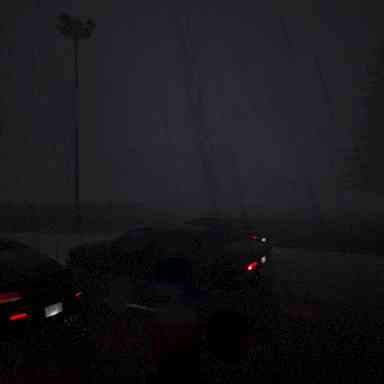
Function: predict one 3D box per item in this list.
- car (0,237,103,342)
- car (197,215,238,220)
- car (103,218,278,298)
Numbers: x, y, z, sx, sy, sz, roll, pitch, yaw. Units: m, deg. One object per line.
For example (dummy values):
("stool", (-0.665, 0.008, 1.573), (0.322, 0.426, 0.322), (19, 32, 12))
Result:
("car", (-4.030, 1.516, 5.781), (4.674, 1.442, 1.812), (0, 0, 27))
("car", (0.526, 1.509, 11.561), (4.181, 1.385, 1.994), (0, 0, 28))
("car", (-0.669, 1.512, 8.345), (5.357, 1.411, 2.033), (0, 0, 28))
